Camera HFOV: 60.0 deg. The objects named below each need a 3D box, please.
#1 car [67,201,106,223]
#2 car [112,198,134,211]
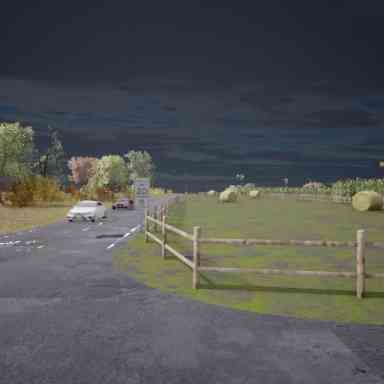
[{"bbox_3d":[-7.615,1.383,24.563,1.812,1.442,4.674,1,0,-1],"label":"car"},{"bbox_3d":[-7.732,1.342,37.692,1.994,1.385,4.181,1,0,0],"label":"car"}]
